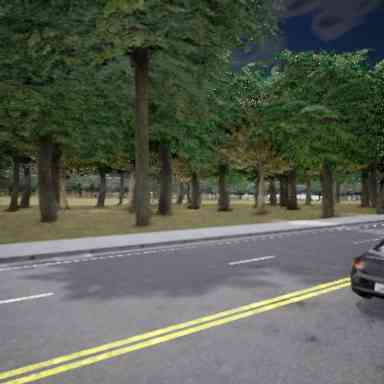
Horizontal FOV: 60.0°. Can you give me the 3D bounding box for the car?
[{"bbox_3d":[5.241,1.528,7.177,4.674,1.442,1.812,0,0,-35],"label":"car"}]
